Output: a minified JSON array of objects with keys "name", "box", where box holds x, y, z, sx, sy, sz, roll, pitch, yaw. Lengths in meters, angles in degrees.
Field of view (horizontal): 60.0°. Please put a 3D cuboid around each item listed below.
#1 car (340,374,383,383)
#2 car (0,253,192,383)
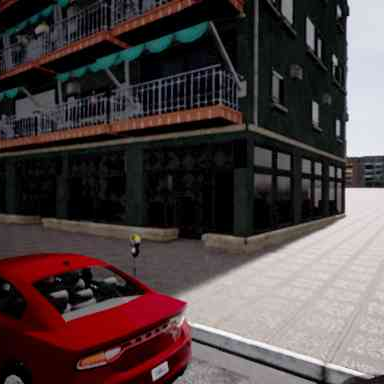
[{"name":"car","box":[2.473,1.583,1.106,4.313,1.339,1.947,1,0,36]},{"name":"car","box":[-2.108,1.495,4.389,4.507,1.381,1.887,1,0,36]}]
